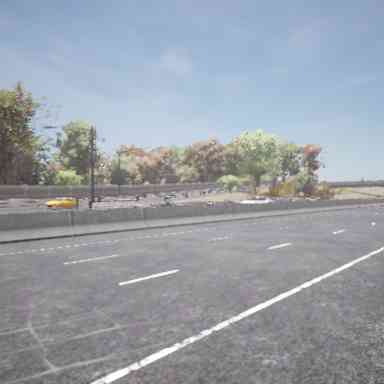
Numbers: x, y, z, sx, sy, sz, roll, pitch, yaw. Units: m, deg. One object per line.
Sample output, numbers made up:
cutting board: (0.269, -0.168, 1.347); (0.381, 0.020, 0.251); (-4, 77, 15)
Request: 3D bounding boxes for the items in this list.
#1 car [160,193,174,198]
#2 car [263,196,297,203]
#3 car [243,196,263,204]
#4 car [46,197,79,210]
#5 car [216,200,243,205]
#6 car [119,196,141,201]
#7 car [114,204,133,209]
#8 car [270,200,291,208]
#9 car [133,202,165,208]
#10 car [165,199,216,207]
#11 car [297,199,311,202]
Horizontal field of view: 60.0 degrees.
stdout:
car: (-5.629, 1.002, 74.329); (1.994, 1.385, 4.181); (-1, 2, 23)
car: (12.523, 1.756, 47.153); (2.097, 1.767, 4.553); (-1, -1, 43)
car: (9.283, 1.668, 48.800); (2.150, 2.045, 5.566); (-1, -1, 43)
car: (-17.075, 1.482, 43.997); (1.882, 1.535, 5.008); (-1, 0, 19)
car: (5.001, 1.983, 49.335); (1.837, 1.490, 4.892); (-1, -1, 43)
car: (-11.196, 1.402, 60.508); (2.033, 1.411, 5.357); (-1, 1, 21)
car: (-6.697, 2.014, 36.689); (1.895, 1.301, 4.718); (-1, -1, 43)
car: (16.470, 2.115, 61.678); (1.994, 1.385, 4.181); (-1, -1, 43)
car: (-3.404, 1.878, 35.095); (1.837, 1.490, 4.892); (-1, -1, 43)
car: (-0.048, 1.684, 33.571); (2.097, 1.767, 4.553); (-1, -1, 43)
car: (20.306, 2.004, 60.683); (1.837, 1.490, 4.892); (-1, -1, 43)
